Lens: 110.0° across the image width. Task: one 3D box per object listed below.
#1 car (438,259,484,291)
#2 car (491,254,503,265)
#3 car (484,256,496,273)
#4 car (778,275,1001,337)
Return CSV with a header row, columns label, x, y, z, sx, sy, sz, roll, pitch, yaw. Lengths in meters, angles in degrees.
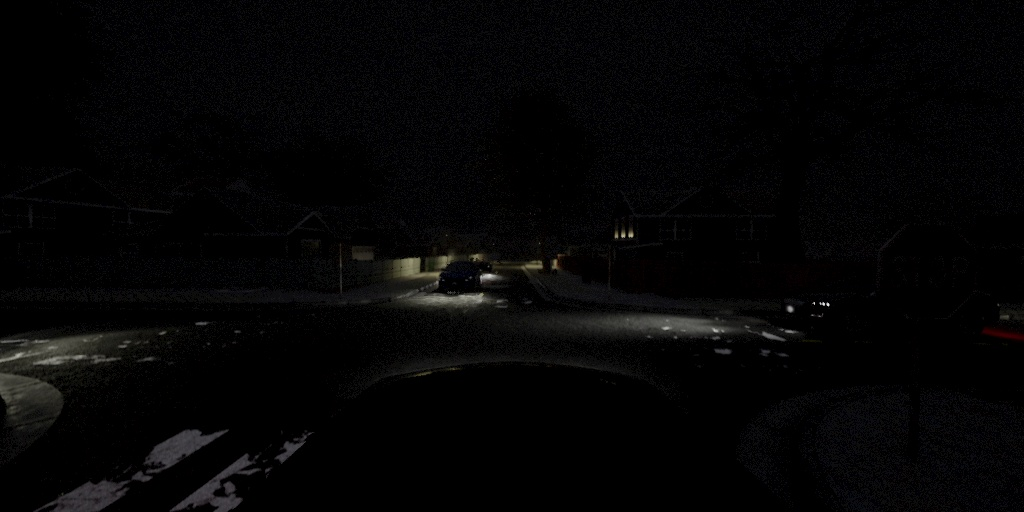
label,x,y,z,sx,sy,sz,roll,pitch,yaw
car,-2.839,1.044,20.152,1.882,1.535,5.008,0,1,0
car,-2.527,0.488,55.704,1.812,1.442,4.674,0,1,4
car,-2.910,0.977,35.426,1.895,1.301,4.718,0,1,-1
car,10.312,1.279,10.040,4.902,1.511,2.128,1,2,2
